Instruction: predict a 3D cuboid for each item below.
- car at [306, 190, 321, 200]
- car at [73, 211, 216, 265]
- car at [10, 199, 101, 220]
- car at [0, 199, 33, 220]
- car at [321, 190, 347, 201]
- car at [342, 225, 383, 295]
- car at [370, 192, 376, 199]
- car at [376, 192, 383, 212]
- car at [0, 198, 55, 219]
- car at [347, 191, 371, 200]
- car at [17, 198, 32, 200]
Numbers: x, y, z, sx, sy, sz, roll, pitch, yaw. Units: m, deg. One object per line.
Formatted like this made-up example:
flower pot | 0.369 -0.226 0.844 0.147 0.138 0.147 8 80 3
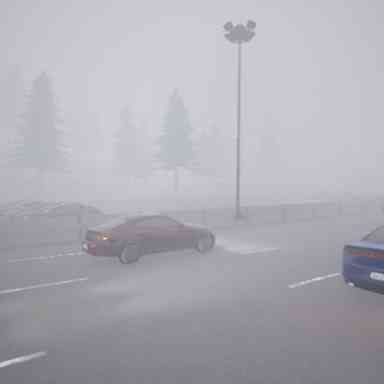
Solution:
car | 19.899 0.478 52.240 4.892 1.490 1.837 -2 1 -35
car | -1.329 1.433 11.357 4.674 1.442 1.812 -1 1 -35
car | -7.839 1.367 19.877 4.902 1.511 2.128 -1 1 -35
car | -9.920 1.412 22.693 5.357 1.411 2.033 -1 1 -35
car | 21.913 0.476 49.382 4.902 1.511 2.128 -2 1 -35
car | 5.451 1.367 7.584 5.008 1.535 1.882 -1 1 -35
car | 25.930 0.610 43.657 4.718 1.301 1.895 -2 1 -35
car | 15.565 0.790 23.289 5.566 2.045 2.150 -2 1 -35
car | -14.443 1.326 28.067 5.008 1.535 1.882 -1 1 -35
car | 24.264 0.548 46.750 4.181 1.385 1.994 -2 1 -35
car | -12.163 1.361 25.392 4.892 1.490 1.837 -1 1 -35
